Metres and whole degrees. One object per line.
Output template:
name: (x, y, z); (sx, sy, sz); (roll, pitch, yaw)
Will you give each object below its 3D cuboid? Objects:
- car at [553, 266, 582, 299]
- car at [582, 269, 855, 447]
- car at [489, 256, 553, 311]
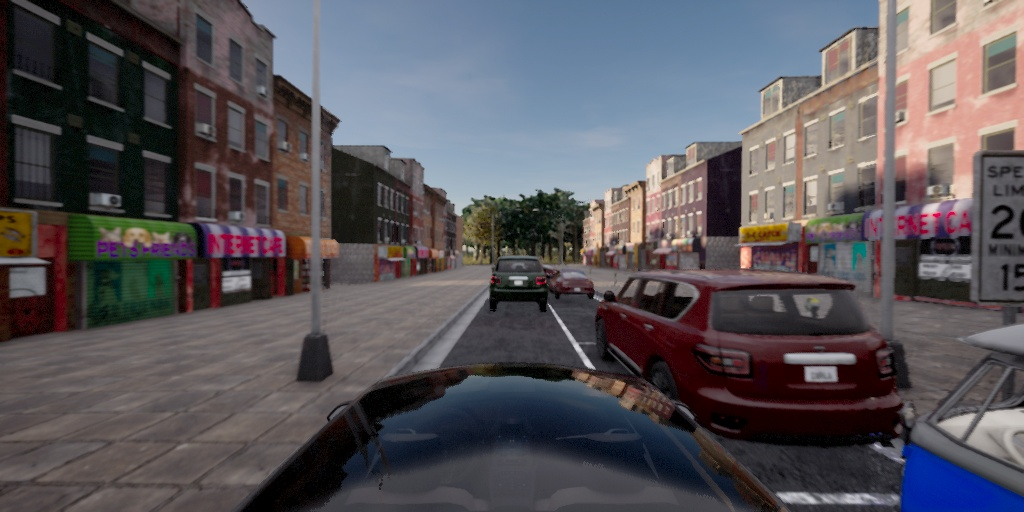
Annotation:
car: (2.988, 1.362, 18.538); (1.812, 1.442, 4.674); (0, 0, 1)
car: (2.668, 1.097, 5.431); (2.192, 1.841, 5.009); (0, 0, 1)
car: (0.269, 1.023, 15.002); (2.150, 2.045, 5.566); (0, 0, 1)
